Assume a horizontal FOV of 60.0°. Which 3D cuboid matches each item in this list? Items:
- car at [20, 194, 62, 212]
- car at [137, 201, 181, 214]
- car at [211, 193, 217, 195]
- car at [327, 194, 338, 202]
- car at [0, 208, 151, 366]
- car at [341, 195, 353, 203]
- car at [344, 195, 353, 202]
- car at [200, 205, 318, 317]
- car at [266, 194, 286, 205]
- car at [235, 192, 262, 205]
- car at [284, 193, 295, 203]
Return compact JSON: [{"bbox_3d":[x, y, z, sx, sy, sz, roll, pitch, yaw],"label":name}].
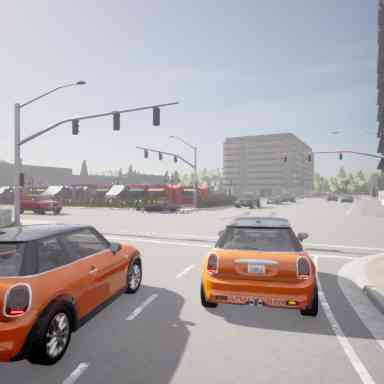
[{"bbox_3d":[-16.132,1.277,34.793,5.566,2.045,2.150,0,0,28],"label":"car"},{"bbox_3d":[-3.650,1.656,36.135,4.718,1.301,1.895,0,0,13],"label":"car"},{"bbox_3d":[5.058,1.208,86.961,4.605,1.855,1.932,0,0,28],"label":"car"},{"bbox_3d":[33.550,1.355,79.364,2.097,1.767,4.553,0,0,27],"label":"car"},{"bbox_3d":[-2.494,1.352,6.118,2.097,1.767,4.553,0,0,10],"label":"car"},{"bbox_3d":[32.097,1.595,68.987,1.895,1.301,4.718,0,0,27],"label":"car"},{"bbox_3d":[36.687,1.500,77.809,1.837,1.490,4.892,0,0,27],"label":"car"},{"bbox_3d":[1.622,1.352,7.828,2.097,1.767,4.553,0,0,14],"label":"car"},{"bbox_3d":[14.318,1.492,57.731,2.128,1.511,4.902,0,0,28],"label":"car"},{"bbox_3d":[7.601,1.219,44.886,2.150,2.045,5.566,0,0,28],"label":"car"},{"bbox_3d":[19.498,1.225,67.520,2.150,2.045,5.566,0,0,27],"label":"car"}]
